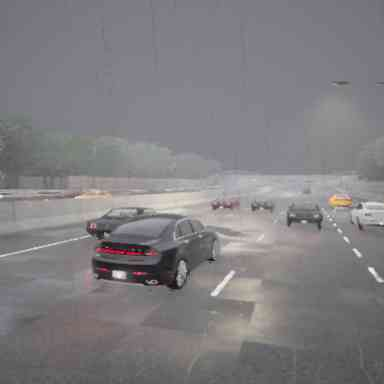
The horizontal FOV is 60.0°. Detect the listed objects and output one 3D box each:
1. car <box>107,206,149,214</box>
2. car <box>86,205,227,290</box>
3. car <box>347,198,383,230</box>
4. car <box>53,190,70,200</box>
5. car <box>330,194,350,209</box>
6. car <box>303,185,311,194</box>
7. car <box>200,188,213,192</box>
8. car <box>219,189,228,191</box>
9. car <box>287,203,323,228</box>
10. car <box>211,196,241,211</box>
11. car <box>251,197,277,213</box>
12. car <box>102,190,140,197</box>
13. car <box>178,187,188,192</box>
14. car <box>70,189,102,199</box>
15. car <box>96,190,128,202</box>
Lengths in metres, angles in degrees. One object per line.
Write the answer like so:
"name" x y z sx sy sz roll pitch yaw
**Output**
"car" -2.393 1.277 14.438 1.895 1.301 4.718 1 1 19
"car" -0.625 1.318 8.719 1.837 1.490 4.892 1 1 19
"car" 10.165 1.290 18.740 1.812 1.442 4.674 1 1 19
"car" -15.338 0.421 42.148 1.882 1.535 5.008 1 1 19
"car" 16.019 0.975 35.920 1.882 1.535 5.008 1 1 19
"car" 31.155 -0.342 90.038 2.097 1.767 4.553 1 2 20
"car" 3.234 -0.127 74.075 2.097 1.767 4.553 1 1 19
"car" 6.985 0.054 74.204 1.812 1.442 4.674 1 1 19
"car" 6.809 1.292 20.106 1.895 1.301 4.718 1 1 19
"car" 3.317 1.020 31.247 1.895 1.301 4.718 1 1 19
"car" 6.666 1.086 30.225 1.895 1.301 4.718 1 1 19
"car" -6.845 0.691 34.560 1.882 1.535 5.008 1 1 19
"car" -1.945 -0.545 80.435 1.812 1.442 4.674 1 2 19
"car" -10.286 0.628 35.313 1.882 1.535 5.008 1 1 19
"car" -10.719 0.456 44.813 1.837 1.490 4.892 1 1 19
